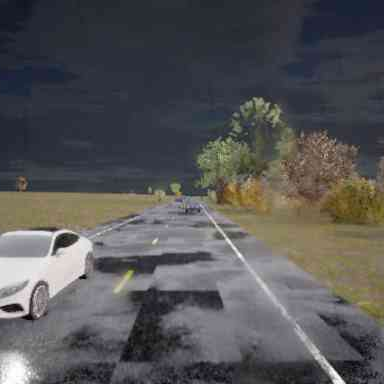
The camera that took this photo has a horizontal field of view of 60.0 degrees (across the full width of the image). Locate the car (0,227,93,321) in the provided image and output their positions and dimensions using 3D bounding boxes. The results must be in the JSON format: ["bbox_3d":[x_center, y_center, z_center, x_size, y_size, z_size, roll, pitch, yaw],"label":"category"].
[{"bbox_3d":[-3.600,1.567,7.491,1.812,1.442,4.674,0,0,0],"label":"car"}]

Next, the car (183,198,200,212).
[{"bbox_3d":[0.100,1.783,42.382,2.033,1.411,5.357,0,0,0],"label":"car"}]

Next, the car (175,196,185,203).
[{"bbox_3d":[-3.501,2.036,87.104,2.033,1.411,5.357,0,0,0],"label":"car"}]
